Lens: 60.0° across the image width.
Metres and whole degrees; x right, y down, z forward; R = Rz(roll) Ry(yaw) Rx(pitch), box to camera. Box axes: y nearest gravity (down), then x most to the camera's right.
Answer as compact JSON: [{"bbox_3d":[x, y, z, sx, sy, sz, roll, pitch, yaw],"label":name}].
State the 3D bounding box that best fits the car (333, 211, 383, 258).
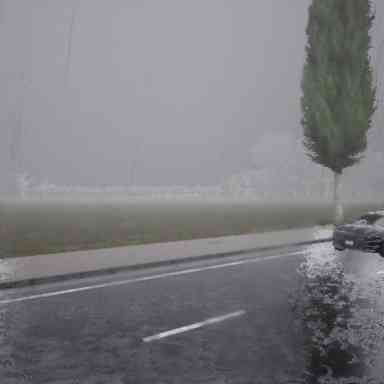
[{"bbox_3d":[7.519,1.508,13.054,5.008,1.535,1.882,0,0,-36],"label":"car"}]
